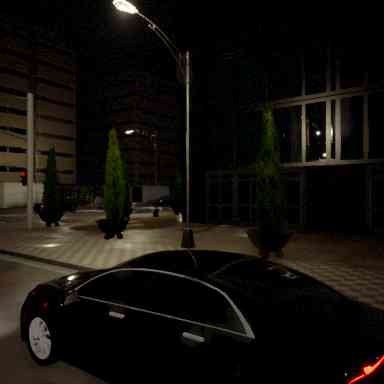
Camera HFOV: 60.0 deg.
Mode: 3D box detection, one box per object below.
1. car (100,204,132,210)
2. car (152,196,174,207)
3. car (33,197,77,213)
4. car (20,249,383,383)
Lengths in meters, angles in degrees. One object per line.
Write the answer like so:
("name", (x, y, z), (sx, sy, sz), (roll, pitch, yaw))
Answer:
("car", (-9.924, 1.581, 43.819), (1.812, 1.442, 4.674), (0, 0, 35))
("car", (-4.153, 1.407, 51.992), (2.097, 1.767, 4.553), (0, 0, 35))
("car", (-15.049, 1.407, 36.571), (2.097, 1.767, 4.553), (0, 0, 35))
("car", (-0.249, 1.505, 4.169), (4.892, 1.490, 1.837), (0, 0, 36))
